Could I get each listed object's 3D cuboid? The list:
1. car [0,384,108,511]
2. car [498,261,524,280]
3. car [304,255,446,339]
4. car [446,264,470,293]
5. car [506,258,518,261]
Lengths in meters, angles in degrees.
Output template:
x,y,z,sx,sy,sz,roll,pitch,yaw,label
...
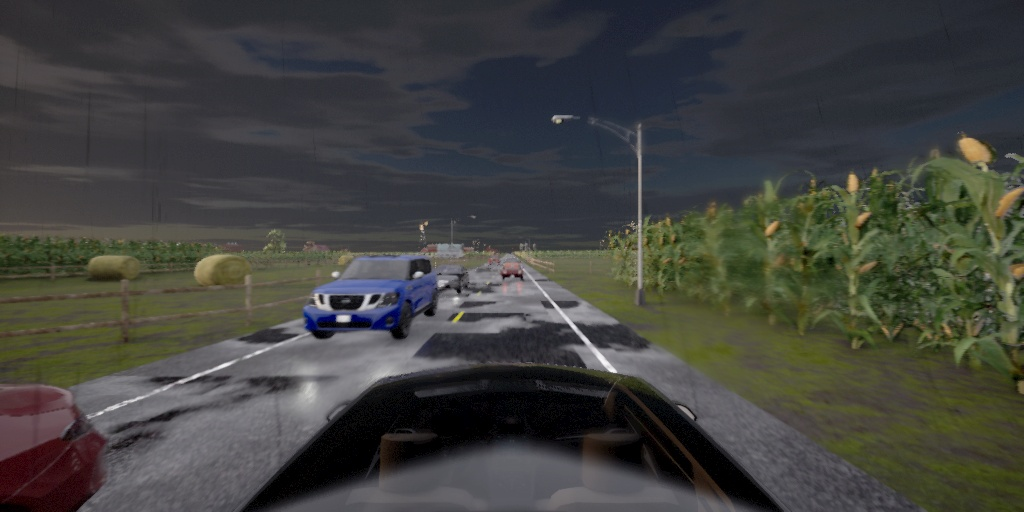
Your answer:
x,y,z,sx,sy,sz,roll,pitch,yaw,label
-3.603,1.275,0.439,1.812,1.442,4.674,0,0,0,car
0.043,1.340,30.816,1.895,1.301,4.718,0,0,1,car
-3.595,0.973,10.390,2.150,2.045,5.566,0,0,0,car
-3.586,1.239,20.814,2.128,1.511,4.902,0,0,0,car
0.016,1.072,43.287,2.097,1.767,4.553,0,0,0,car
